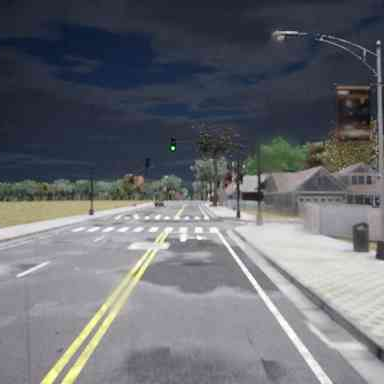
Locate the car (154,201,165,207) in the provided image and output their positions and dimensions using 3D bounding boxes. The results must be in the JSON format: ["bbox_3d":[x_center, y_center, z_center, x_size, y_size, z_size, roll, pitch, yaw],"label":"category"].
[{"bbox_3d":[-6.551,2.395,66.931,1.895,1.301,4.718,0,-1,0],"label":"car"}]
